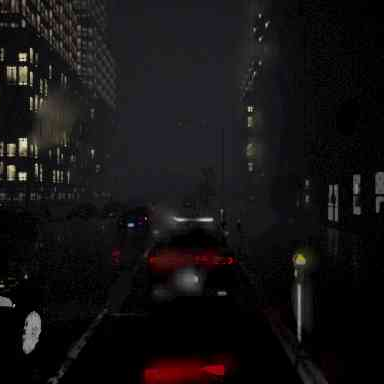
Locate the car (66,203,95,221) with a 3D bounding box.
[{"bbox_3d":[-8.832,1.575,27.183,1.802,1.307,4.206,0,0,0],"label":"car"}]

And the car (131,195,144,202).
[{"bbox_3d":[-8.833,1.523,49.953,1.887,1.381,4.507,0,0,0],"label":"car"}]

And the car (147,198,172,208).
[{"bbox_3d":[-3.048,1.590,33.445,1.895,1.301,4.718,0,0,0],"label":"car"}]

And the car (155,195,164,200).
[{"bbox_3d":[-8.832,1.504,89.799,1.947,1.339,4.313,0,0,0],"label":"car"}]

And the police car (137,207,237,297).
[{"bbox_3d":[-0.012,1.424,8.759,1.930,1.638,5.238,0,0,0],"label":"police car"}]

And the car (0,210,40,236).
[{"bbox_3d":[-8.833,1.563,15.800,1.947,1.339,4.313,0,0,0],"label":"car"}]

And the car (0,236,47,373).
[{"bbox_3d":[-3.050,1.504,2.978,1.837,1.490,4.892,0,0,0],"label":"car"}]

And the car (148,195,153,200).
[{"bbox_3d":[-8.832,1.551,61.338,1.802,1.307,4.206,0,0,0],"label":"car"}]

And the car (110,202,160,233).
[{"bbox_3d":[-3.146,1.522,19.367,1.812,1.442,4.674,0,0,0],"label":"car"}]

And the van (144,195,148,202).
[{"bbox_3d":[-8.832,1.315,55.646,1.690,1.788,3.998,0,0,0],"label":"van"}]

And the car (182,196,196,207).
[{"bbox_3d":[-0.452,1.548,44.248,1.947,1.339,4.313,0,0,0],"label":"car"}]

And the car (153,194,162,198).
[{"bbox_3d":[-8.832,1.391,78.413,1.967,1.590,4.097,0,0,0],"label":"car"}]

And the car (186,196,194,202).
[{"bbox_3d":[-0.452,1.533,78.399,1.802,1.307,4.206,0,0,0],"label":"car"}]

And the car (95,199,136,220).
[{"bbox_3d":[-6.244,1.556,27.680,1.994,1.385,4.181,0,0,0],"label":"car"}]
